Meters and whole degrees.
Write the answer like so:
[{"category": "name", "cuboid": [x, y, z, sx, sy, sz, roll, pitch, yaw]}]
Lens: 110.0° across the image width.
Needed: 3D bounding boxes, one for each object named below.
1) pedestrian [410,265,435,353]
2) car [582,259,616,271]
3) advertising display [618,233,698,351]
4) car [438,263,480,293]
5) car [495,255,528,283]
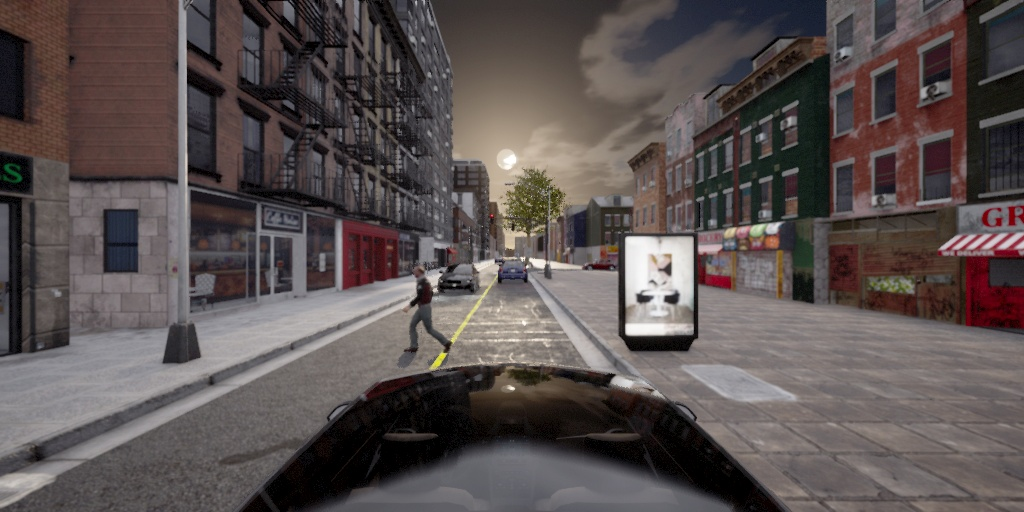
[{"category": "pedestrian", "cuboid": [-1.790, 1.017, 7.195, 0.375, 1.860, 0.375, 0, 0, -10]}, {"category": "car", "cuboid": [10.908, 1.072, 45.375, 4.097, 1.591, 1.967, 0, 0, 0]}, {"category": "advertising display", "cuboid": [3.008, 0.749, 7.402, 1.540, 2.440, 0.280, 0, 0, 0]}, {"category": "car", "cuboid": [-2.848, 1.171, 20.117, 1.837, 1.490, 4.892, 0, 0, 0]}, {"category": "car", "cuboid": [0.066, 0.992, 26.456, 2.097, 1.767, 4.553, 0, 0, 0]}]
